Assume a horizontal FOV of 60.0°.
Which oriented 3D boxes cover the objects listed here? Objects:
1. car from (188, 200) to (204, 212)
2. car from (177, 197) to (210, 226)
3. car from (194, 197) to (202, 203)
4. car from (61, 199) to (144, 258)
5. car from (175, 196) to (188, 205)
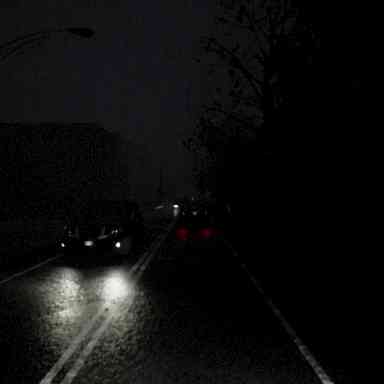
[{"bbox_3d":[0.518,1.794,43.802,2.033,1.411,5.357,0,0,1],"label":"car"},{"bbox_3d":[0.215,1.518,24.931,2.097,1.767,4.553,0,0,1],"label":"car"},{"bbox_3d":[1.454,1.881,79.818,1.895,1.301,4.718,0,0,2],"label":"car"},{"bbox_3d":[-3.308,1.315,13.493,2.150,2.045,5.566,0,0,1],"label":"car"},{"bbox_3d":[-2.264,1.882,65.170,1.895,1.301,4.718,0,0,2],"label":"car"}]
